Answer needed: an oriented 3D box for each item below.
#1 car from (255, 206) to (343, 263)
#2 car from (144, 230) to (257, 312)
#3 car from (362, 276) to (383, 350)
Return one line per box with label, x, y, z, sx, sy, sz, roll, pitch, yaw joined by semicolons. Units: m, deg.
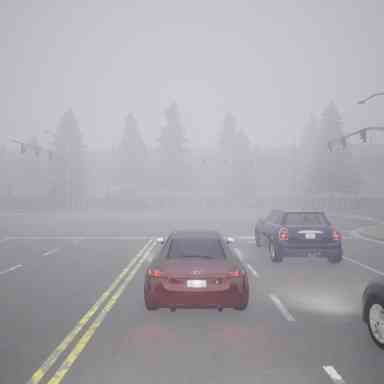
car;3.636;1.352;12.159;2.097;1.767;4.553;0;0;2
car;0.081;1.564;7.789;1.994;1.385;4.181;0;0;0
car;3.592;1.505;3.315;1.837;1.490;4.892;0;0;0
